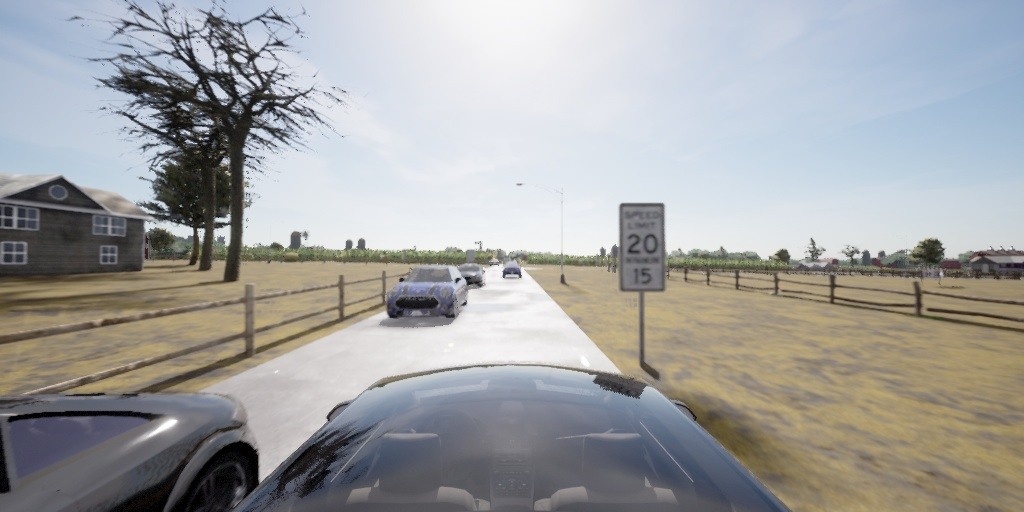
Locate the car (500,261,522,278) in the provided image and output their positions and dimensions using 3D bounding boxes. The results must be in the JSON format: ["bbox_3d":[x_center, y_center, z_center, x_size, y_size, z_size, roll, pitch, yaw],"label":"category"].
[{"bbox_3d":[0.012,1.361,35.546,1.812,1.442,4.674,0,0,0],"label":"car"}]

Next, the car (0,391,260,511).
[{"bbox_3d":[-2.855,1.313,0.947,1.994,1.385,4.181,0,0,-1],"label":"car"}]

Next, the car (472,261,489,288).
[{"bbox_3d":[-2.837,1.305,24.557,1.837,1.490,4.892,0,-1,0],"label":"car"}]

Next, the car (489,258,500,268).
[{"bbox_3d":[-2.740,1.076,55.631,2.033,1.411,5.357,0,0,0],"label":"car"}]

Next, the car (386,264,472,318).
[{"bbox_3d":[-2.845,1.120,12.919,2.097,1.767,4.553,0,0,0],"label":"car"}]
